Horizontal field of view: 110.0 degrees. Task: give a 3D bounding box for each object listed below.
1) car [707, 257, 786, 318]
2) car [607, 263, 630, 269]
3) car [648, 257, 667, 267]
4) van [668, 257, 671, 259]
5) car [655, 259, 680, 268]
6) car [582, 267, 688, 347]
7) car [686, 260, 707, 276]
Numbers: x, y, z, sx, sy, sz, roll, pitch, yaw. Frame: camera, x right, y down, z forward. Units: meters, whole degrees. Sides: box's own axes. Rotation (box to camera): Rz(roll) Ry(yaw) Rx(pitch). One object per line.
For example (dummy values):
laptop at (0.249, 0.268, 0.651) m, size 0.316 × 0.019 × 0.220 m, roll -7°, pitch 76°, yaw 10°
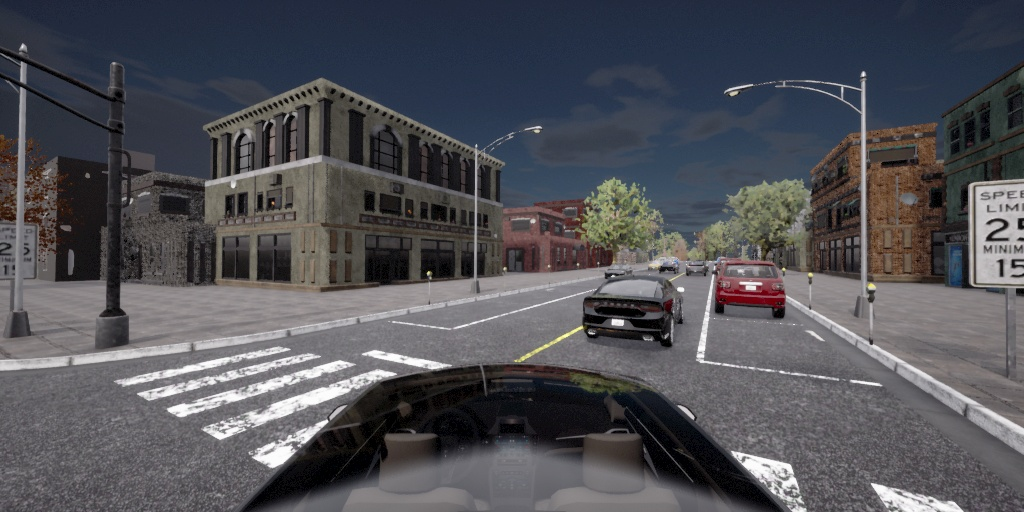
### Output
car at (8.572, 1.069, 13.192) m, size 2.192 × 1.841 × 5.009 m, roll 0°, pitch 0°, yaw 30°
car at (9.523, 1.324, 31.779) m, size 1.948 × 1.339 × 4.313 m, roll 0°, pitch 0°, yaw 30°
car at (20.421, 1.286, 50.893) m, size 1.751 × 1.417 × 4.829 m, roll 0°, pitch 0°, yaw 30°
van at (23.251, 1.101, 55.856) m, size 1.690 × 1.789 × 3.998 m, roll 0°, pitch 0°, yaw 30°
car at (18.234, 1.361, 41.627) m, size 1.895 × 1.301 × 4.718 m, roll 0°, pitch 0°, yaw 30°
car at (3.419, 1.230, 9.586) m, size 1.882 × 1.535 × 5.008 m, roll 0°, pitch 0°, yaw 30°
car at (19.040, 1.252, 36.877) m, size 2.128 × 1.511 × 4.902 m, roll 0°, pitch 0°, yaw 30°
